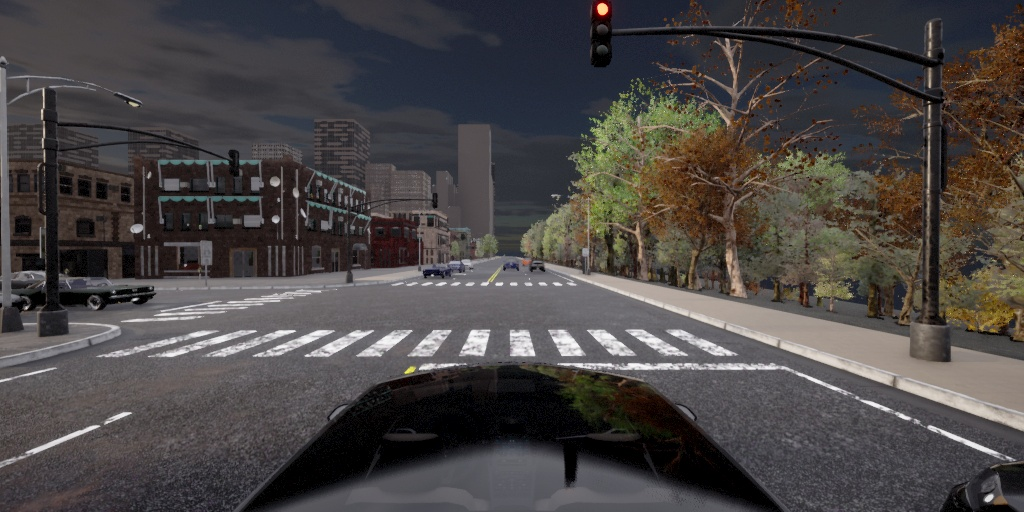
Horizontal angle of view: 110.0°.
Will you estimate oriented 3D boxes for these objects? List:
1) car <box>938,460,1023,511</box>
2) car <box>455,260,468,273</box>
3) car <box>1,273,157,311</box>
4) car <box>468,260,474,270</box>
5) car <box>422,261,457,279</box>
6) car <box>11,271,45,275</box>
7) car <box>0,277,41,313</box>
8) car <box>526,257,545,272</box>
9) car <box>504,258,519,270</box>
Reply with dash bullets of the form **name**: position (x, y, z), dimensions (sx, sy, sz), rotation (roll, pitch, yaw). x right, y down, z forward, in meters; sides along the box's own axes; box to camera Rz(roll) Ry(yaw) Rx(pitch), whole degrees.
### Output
- **car**: position (3.363, 1.314, 0.200), dimensions (1.994, 1.385, 4.181), rotation (0, 0, -1)
- **car**: position (-6.771, 1.262, 43.075), dimensions (1.812, 1.442, 4.674), rotation (0, 0, 0)
- **car**: position (-18.148, 1.551, 15.203), dimensions (4.718, 1.301, 1.895), rotation (-1, 1, 1)
- **car**: position (-6.805, 1.257, 53.345), dimensions (1.812, 1.442, 4.674), rotation (0, 0, 0)
- **car**: position (-6.729, 1.341, 32.904), dimensions (1.895, 1.301, 4.718), rotation (0, 0, 2)
- **car**: position (-28.365, 1.560, 21.004), dimensions (4.403, 1.370, 2.007), rotation (0, 0, 0)
- **car**: position (-19.994, 1.565, 12.529), dimensions (4.313, 1.339, 1.948), rotation (0, 0, 0)
- **car**: position (3.152, 1.239, 46.347), dimensions (1.837, 1.490, 4.892), rotation (0, 0, 0)
- **car**: position (-0.119, 1.084, 51.107), dimensions (2.097, 1.767, 4.553), rotation (0, 0, 0)
